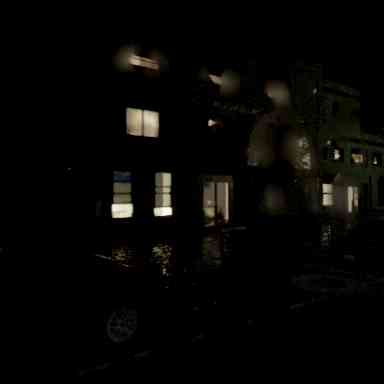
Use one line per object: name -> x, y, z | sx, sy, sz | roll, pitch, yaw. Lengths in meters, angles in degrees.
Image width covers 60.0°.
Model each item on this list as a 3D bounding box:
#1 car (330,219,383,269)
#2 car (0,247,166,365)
car -> 6.459, 1.592, 11.169 | 4.313, 1.339, 1.947 | 0, 0, -35
car -> -2.537, 1.548, 4.755 | 4.507, 1.381, 1.887 | 0, 0, -35
